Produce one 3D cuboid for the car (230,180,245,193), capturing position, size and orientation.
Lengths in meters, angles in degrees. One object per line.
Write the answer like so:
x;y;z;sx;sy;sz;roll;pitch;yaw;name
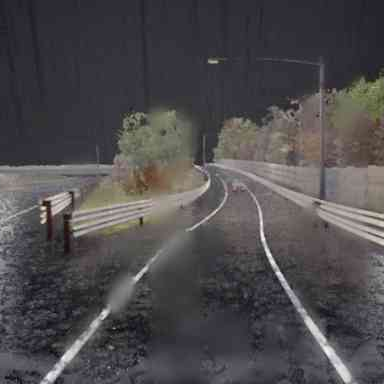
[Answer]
6.875;-0.561;49.402;1.895;1.301;4.718;-1;5;5;car
